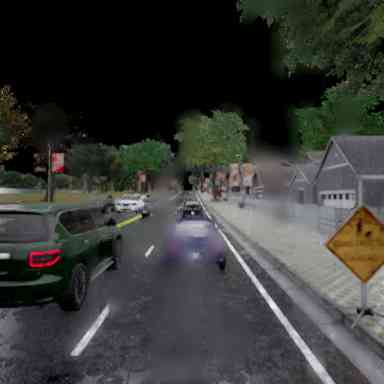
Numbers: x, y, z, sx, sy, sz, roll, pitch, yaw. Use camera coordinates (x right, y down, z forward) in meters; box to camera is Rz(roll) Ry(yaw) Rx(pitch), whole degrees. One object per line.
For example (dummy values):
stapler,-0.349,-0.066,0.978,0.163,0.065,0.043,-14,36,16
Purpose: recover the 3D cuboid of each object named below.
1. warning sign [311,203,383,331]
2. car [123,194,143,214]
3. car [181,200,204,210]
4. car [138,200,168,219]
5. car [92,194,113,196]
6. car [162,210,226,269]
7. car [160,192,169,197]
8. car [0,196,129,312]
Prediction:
warning sign,2.829,1.135,5.501,1.300,1.860,1.060,-1,-1,0
car,-6.626,1.226,36.056,2.150,2.045,5.566,0,0,0
car,0.069,1.530,30.920,1.837,1.490,4.892,0,0,0
car,-3.181,1.630,29.029,1.895,1.301,4.718,0,0,0
car,-9.877,1.226,36.050,2.150,2.045,5.566,0,0,0
car,0.077,1.550,11.174,1.812,1.442,4.674,0,0,0
car,-6.564,0.655,78.642,1.882,1.535,5.008,0,1,0
car,-3.182,1.244,7.875,2.150,2.045,5.566,0,0,0
